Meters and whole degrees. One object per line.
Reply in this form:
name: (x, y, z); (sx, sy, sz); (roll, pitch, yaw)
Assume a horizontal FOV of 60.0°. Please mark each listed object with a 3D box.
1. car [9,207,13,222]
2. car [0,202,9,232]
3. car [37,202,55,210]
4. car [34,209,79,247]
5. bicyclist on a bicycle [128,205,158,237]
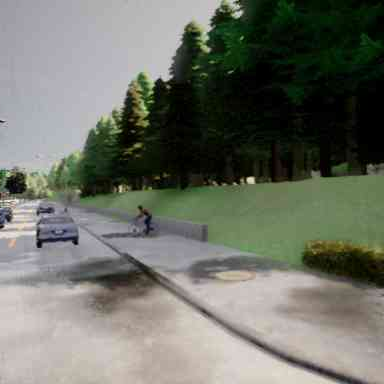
car: (-18.877, 2.168, 32.958); (1.837, 1.490, 4.892); (-1, 0, -24)
car: (-14.539, 1.720, 23.433); (2.150, 2.045, 5.566); (-1, 0, -25)
car: (-19.068, 2.084, 43.367); (2.097, 1.767, 4.553); (-1, -1, -25)
car: (-6.807, 1.817, 16.700); (2.033, 1.411, 5.357); (-1, 0, -25)
bicyclist on a bicycle: (-2.550, 1.520, 17.432); (1.656, 1.620, 0.582); (-2, 0, -25)
